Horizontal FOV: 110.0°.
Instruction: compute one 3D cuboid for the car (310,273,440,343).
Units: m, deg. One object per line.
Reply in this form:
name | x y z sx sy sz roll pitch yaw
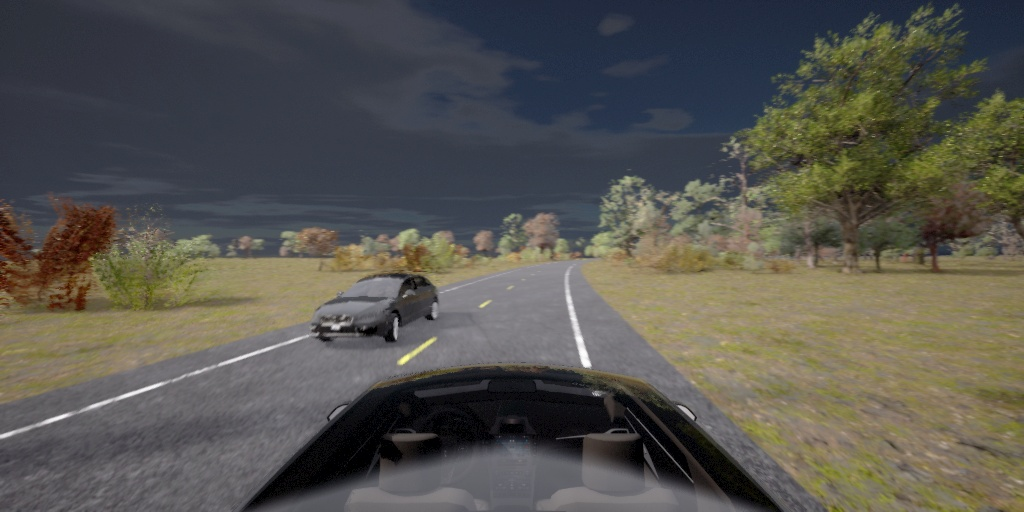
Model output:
car | -3.516 1.276 10.151 1.837 1.490 4.892 -1 0 7
